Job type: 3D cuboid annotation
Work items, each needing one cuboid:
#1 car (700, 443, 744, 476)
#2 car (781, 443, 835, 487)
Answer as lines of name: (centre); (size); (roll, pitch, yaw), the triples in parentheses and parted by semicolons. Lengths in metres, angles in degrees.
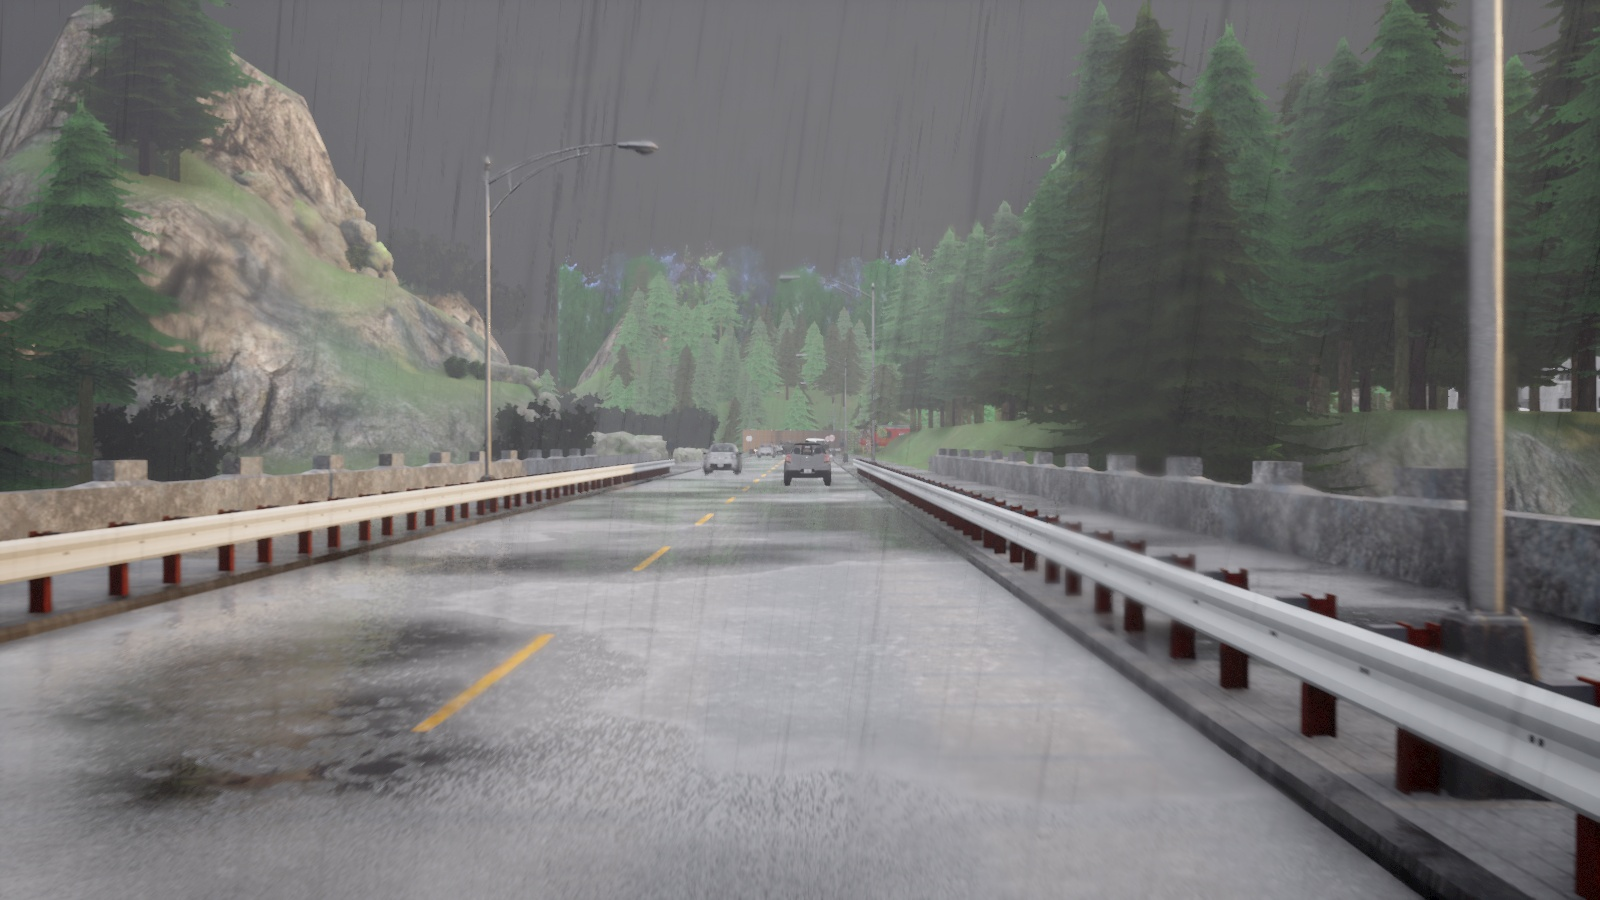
car: (-3.651, 0.425, 59.241); (1.845, 1.501, 3.633); (0, 0, 0)
car: (0.268, 0.509, 44.698); (1.845, 1.501, 3.633); (0, 0, 0)
